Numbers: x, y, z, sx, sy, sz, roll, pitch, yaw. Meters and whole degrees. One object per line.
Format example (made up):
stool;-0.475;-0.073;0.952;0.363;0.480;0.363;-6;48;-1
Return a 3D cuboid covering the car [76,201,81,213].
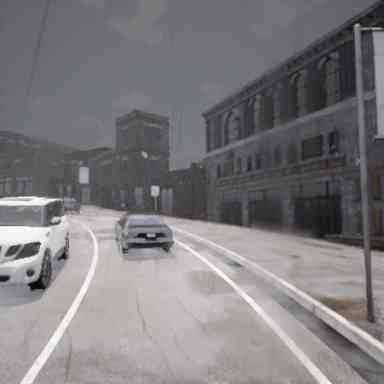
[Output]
car;-12.650;1.263;32.922;2.128;1.511;4.902;3;-1;-40

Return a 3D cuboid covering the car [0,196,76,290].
car;-4.746;1.179;9.094;2.150;2.045;5.566;1;0;-13

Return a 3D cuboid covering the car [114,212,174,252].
car;-2.132;1.520;13.767;2.033;1.411;5.357;1;0;-17
